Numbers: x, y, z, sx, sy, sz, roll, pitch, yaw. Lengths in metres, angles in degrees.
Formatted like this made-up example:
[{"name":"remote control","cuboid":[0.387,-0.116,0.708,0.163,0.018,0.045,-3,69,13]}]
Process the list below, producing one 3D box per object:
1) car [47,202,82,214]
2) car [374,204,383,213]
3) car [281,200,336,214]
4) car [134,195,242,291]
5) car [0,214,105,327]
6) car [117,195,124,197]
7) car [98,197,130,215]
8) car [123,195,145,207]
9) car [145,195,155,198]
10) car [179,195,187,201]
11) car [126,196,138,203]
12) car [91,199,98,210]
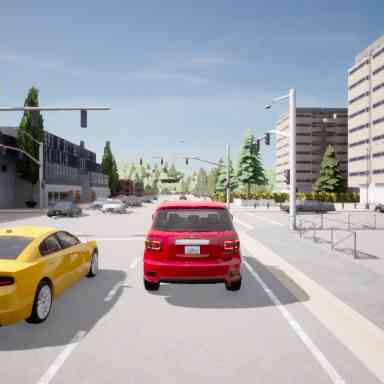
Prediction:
[{"name":"car","cuboid":[-11.234,1.564,29.528,1.994,1.385,4.181,0,0,-2]},{"name":"car","cuboid":[22.158,1.547,34.934,5.357,1.411,2.033,0,0,-2]},{"name":"car","cuboid":[12.075,1.547,34.627,5.357,1.411,2.033,0,0,-2]},{"name":"car","cuboid":[0.014,1.221,9.156,2.150,2.045,5.566,0,0,0]},{"name":"car","cuboid":[-3.480,1.478,7.167,1.882,1.535,5.008,0,0,0]},{"name":"car","cuboid":[-12.090,1.352,56.544,2.097,1.767,4.553,0,0,-1]},{"name":"car","cuboid":[-7.892,1.525,33.923,1.812,1.442,4.674,0,0,-2]},{"name":"car","cuboid":[-8.365,1.504,48.108,1.837,1.490,4.892,0,0,-2]},{"name":"car","cuboid":[-8.749,1.506,63.365,1.837,1.490,4.892,0,0,-1]},{"name":"car","cuboid":[-2.357,1.524,87.236,1.812,1.442,4.674,0,0,-2]},{"name":"car","cuboid":[-12.341,1.503,68.479,1.837,1.490,4.892,0,0,-2]},{"name":"car","cuboid":[-11.801,1.526,43.866,1.812,1.442,4.674,0,0,0]}]
